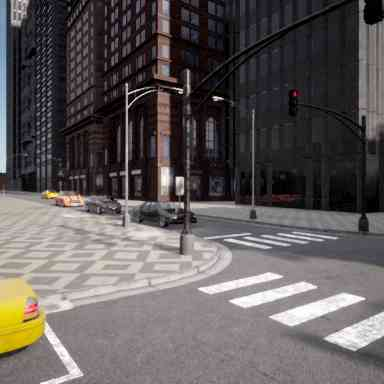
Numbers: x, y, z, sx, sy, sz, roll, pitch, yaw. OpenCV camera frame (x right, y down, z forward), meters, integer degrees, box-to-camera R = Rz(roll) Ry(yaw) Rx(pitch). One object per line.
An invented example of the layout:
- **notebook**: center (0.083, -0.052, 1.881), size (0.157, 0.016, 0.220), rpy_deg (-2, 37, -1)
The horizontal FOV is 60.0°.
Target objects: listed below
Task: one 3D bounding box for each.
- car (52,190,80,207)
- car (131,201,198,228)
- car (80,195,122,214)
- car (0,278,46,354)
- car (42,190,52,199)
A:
- **car**: center (-13.431, 0.681, 36.347), size (2.097, 1.767, 4.553), rpy_deg (0, 1, -35)
- **car**: center (-1.873, 1.237, 20.263), size (2.033, 1.411, 5.357), rpy_deg (0, 1, -36)
- **car**: center (-7.585, 1.013, 28.209), size (1.837, 1.490, 4.892), rpy_deg (0, 1, -36)
- **car**: center (-4.267, 1.525, 3.606), size (4.829, 1.417, 1.752), rpy_deg (0, 0, -35)
- **car**: center (-24.387, 0.422, 57.045), size (1.882, 1.535, 5.008), rpy_deg (0, 1, -35)
